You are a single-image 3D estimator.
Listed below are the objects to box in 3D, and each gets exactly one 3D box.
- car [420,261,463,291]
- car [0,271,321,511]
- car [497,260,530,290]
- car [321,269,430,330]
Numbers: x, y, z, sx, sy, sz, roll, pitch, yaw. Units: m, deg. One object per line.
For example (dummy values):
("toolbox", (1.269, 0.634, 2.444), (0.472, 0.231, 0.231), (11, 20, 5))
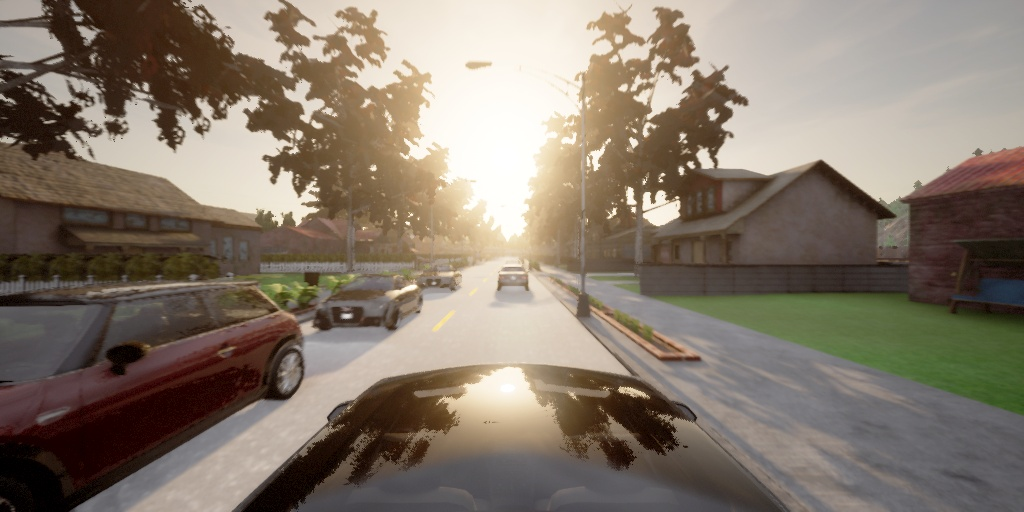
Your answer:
("car", (-4.021, 1.196, 20.454), (1.994, 1.385, 4.181), (0, 0, 0))
("car", (-4.096, 1.089, 3.352), (2.097, 1.767, 4.553), (0, 0, 0))
("car", (0.070, 1.177, 21.159), (2.033, 1.411, 5.357), (0, 0, 0))
("car", (-4.003, 1.257, 10.679), (1.994, 1.385, 4.181), (0, 0, 0))
